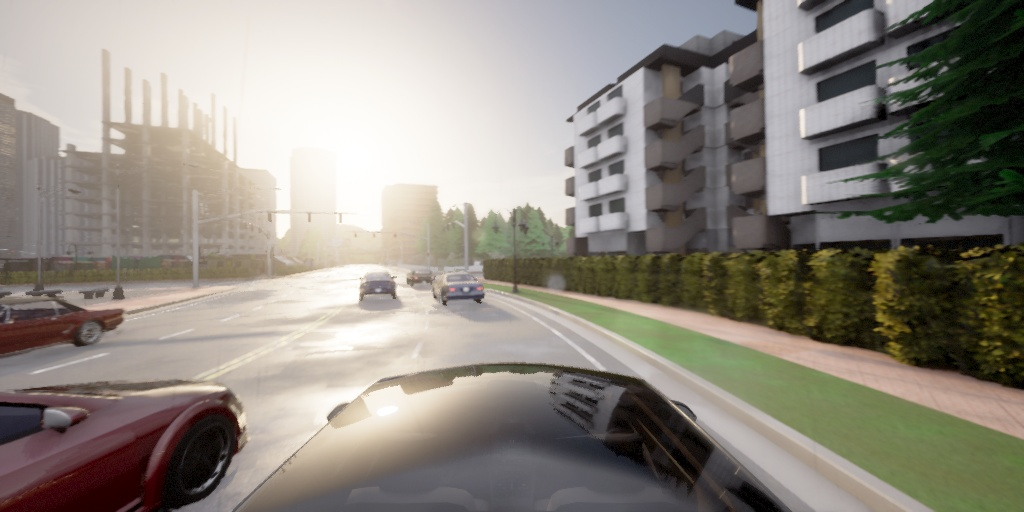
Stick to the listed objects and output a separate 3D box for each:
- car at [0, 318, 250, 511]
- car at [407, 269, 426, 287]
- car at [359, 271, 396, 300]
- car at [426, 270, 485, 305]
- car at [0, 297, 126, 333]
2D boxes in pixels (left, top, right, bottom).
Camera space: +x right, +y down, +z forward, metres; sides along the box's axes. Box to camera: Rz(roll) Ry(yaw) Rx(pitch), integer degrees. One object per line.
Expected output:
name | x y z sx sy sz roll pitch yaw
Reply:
car | -3.595 1.376 1.802 1.994 1.385 4.181 -1 -1 1
car | -7.505 1.740 29.415 1.895 1.301 4.718 -1 -1 -22
car | -7.567 1.580 20.246 1.812 1.442 4.674 -1 0 -21
car | -2.734 1.492 17.495 2.033 1.411 5.357 -1 -1 -19
car | -11.112 1.595 7.423 1.895 1.301 4.718 -1 -1 -10
